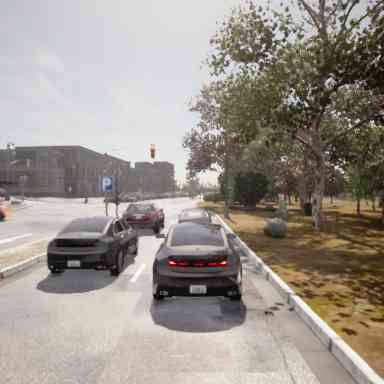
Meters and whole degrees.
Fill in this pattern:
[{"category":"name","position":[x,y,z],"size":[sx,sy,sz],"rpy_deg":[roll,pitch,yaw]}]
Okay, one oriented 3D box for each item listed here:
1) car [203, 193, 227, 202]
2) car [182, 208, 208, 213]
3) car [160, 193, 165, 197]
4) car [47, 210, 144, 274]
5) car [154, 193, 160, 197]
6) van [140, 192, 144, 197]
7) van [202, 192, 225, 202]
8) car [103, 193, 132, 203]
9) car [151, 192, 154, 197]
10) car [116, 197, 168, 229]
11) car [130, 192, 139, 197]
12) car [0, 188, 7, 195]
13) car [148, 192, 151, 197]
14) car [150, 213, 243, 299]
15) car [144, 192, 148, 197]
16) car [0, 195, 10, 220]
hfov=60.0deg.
[{"category":"car","position":[4.681,1.132,68.879],"size":[4.553,1.767,2.185],"rpy_deg":[1,0,-14]},{"category":"car","position":[0.160,1.569,18.136],"size":[2.033,1.411,5.357],"rpy_deg":[0,0,1]},{"category":"car","position":[-10.984,1.052,90.258],"size":[5.566,2.045,2.435],"rpy_deg":[-1,0,-12]},{"category":"car","position":[-2.884,1.516,10.547],"size":[1.837,1.490,4.892],"rpy_deg":[0,0,0]},{"category":"car","position":[-11.435,1.345,87.252],"size":[4.674,1.452,2.002],"rpy_deg":[-1,0,-12]},{"category":"van","position":[-13.226,1.083,72.302],"size":[4.442,1.987,1.878],"rpy_deg":[-1,0,-14]},{"category":"van","position":[4.297,1.034,65.909],"size":[4.442,1.987,1.878],"rpy_deg":[1,0,-14]},{"category":"car","position":[-14.431,1.350,63.319],"size":[4.792,1.488,2.163],"rpy_deg":[-1,0,-15]},{"category":"car","position":[-12.251,1.348,81.270],"size":[4.674,1.452,2.002],"rpy_deg":[-1,0,-13]},{"category":"car","position":[-2.820,1.377,19.811],"size":[2.097,1.767,4.553],"rpy_deg":[0,0,1]},{"category":"car","position":[-13.786,1.306,66.311],"size":[5.366,1.575,1.946],"rpy_deg":[-1,0,-15]},{"category":"car","position":[-31.154,0.130,54.190],"size":[2.002,1.452,4.674],"rpy_deg":[6,-3,-19]},{"category":"car","position":[-12.624,1.349,78.269],"size":[4.674,1.452,2.002],"rpy_deg":[-1,0,-13]},{"category":"car","position":[0.111,1.513,8.434],"size":[1.837,1.490,4.892],"rpy_deg":[0,0,0]},{"category":"car","position":[-12.997,1.311,75.274],"size":[4.892,1.521,2.231],"rpy_deg":[-1,0,-14]},{"category":"car","position":[-16.622,1.400,25.513],"size":[4.553,1.767,2.185],"rpy_deg":[-1,0,-19]}]
